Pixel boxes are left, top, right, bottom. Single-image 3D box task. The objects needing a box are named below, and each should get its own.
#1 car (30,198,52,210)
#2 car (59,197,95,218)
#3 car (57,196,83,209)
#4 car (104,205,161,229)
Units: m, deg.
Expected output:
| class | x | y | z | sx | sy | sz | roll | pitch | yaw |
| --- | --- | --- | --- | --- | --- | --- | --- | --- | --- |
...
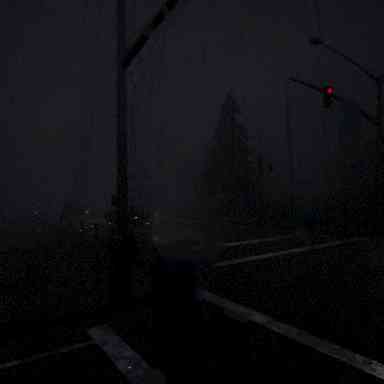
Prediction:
| class | x | y | z | sx | sy | sz | roll | pitch | yaw |
| --- | --- | --- | --- | --- | --- | --- | --- | --- | --- |
| car | -19.293 | 1.489 | 42.380 | 1.837 | 1.490 | 4.892 | 0 | 0 | -36 |
| car | -10.277 | 1.437 | 30.004 | 2.128 | 1.511 | 4.902 | 0 | 0 | -36 |
| car | -16.328 | 1.403 | 44.350 | 1.882 | 1.535 | 5.008 | 0 | 0 | -36 |
| car | -3.913 | 1.546 | 21.358 | 1.895 | 1.301 | 4.718 | 0 | 0 | -36 |
